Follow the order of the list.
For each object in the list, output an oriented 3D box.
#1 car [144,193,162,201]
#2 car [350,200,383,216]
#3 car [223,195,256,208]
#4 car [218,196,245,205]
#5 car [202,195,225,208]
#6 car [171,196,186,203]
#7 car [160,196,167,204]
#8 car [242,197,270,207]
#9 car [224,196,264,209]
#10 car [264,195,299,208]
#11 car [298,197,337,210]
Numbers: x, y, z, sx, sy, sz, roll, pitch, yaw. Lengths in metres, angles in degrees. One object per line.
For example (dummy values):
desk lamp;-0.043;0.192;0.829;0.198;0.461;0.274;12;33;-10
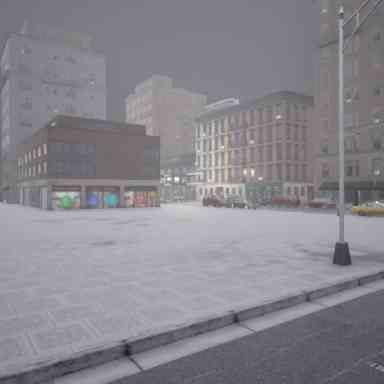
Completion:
car;-9.392;1.291;80.548;2.192;1.841;5.009;0;0;-35
car;16.594;1.546;29.420;1.752;1.417;4.829;0;0;-35
car;6.772;1.357;47.899;2.097;1.767;4.553;0;0;-35
car;6.742;1.504;57.494;1.752;1.417;4.829;0;0;-35
car;3.510;1.332;48.115;2.192;1.841;5.009;0;0;-35
car;-2.899;1.527;71.271;2.008;1.369;4.403;0;0;-35
car;-6.228;1.597;62.032;1.802;1.307;4.206;0;0;-35
car;10.086;1.545;52.716;1.947;1.339;4.313;0;0;-35
car;6.757;1.569;43.476;2.008;1.369;4.403;0;0;-35
car;13.332;1.295;48.077;2.192;1.841;5.009;0;0;-35
car;16.579;1.421;43.438;1.967;1.590;4.097;0;0;-35
